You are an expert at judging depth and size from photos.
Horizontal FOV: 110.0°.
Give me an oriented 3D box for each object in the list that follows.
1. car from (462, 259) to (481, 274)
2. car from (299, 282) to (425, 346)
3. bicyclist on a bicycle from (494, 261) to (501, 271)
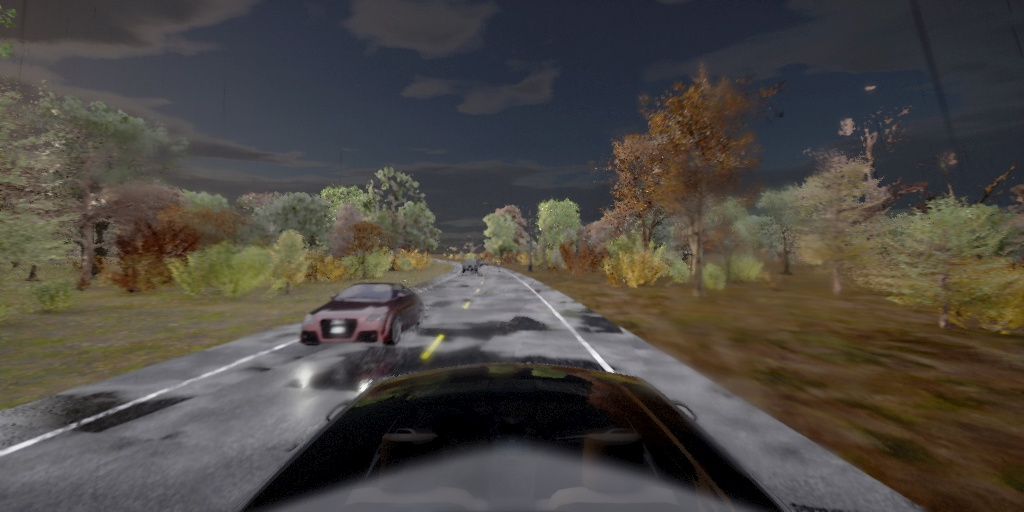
[{"bbox_3d":[-5.898,1.402,50.949,2.150,2.045,5.566,0,0,-5],"label":"car"},{"bbox_3d":[-3.685,1.397,9.553,1.994,1.385,4.181,0,-1,-1],"label":"car"},{"bbox_3d":[-2.115,1.663,58.746,0.866,1.612,1.509,0,-1,-7],"label":"bicyclist on a bicycle"}]
